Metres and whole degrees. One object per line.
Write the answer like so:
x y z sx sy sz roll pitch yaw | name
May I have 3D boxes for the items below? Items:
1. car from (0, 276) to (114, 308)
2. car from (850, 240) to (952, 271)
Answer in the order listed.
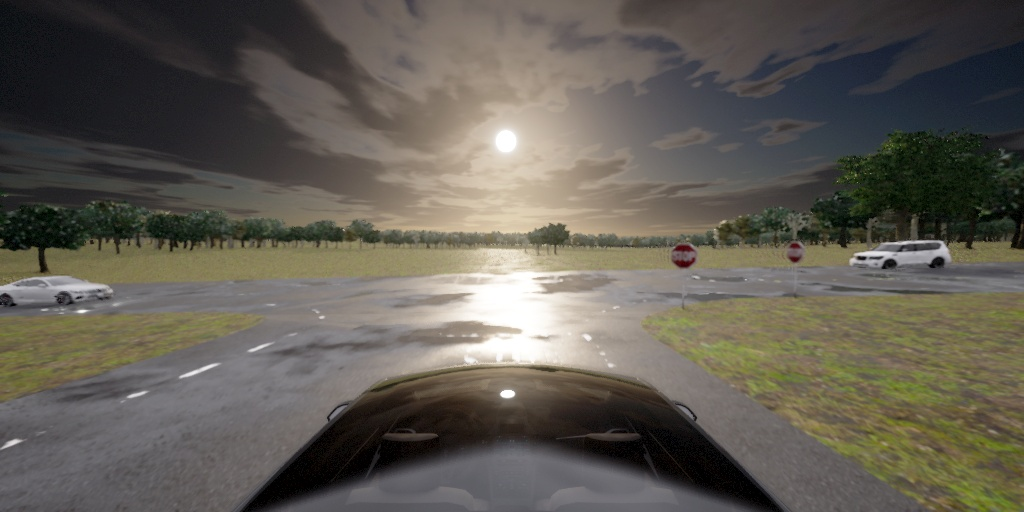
-23.517 1.762 18.451 4.674 1.442 1.812 -2 3 0 | car
27.309 0.001 25.281 5.566 2.045 2.150 -3 3 0 | car
